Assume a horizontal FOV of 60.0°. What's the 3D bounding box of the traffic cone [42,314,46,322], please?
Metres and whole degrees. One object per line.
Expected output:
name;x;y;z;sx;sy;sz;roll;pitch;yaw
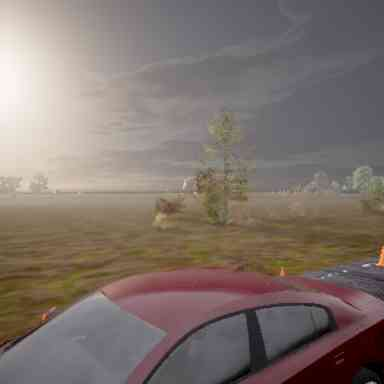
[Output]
traffic cone;-2.001;1.967;4.523;0.340;0.580;0.340;0;0;-36

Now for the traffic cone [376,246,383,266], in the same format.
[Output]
traffic cone;6.012;2.000;10.414;0.340;0.580;0.340;0;0;-37

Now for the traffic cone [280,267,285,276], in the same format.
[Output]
traffic cone;2.020;1.983;7.448;0.340;0.580;0.340;0;0;-36

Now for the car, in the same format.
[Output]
car;-0.214;1.486;2.757;5.008;1.535;1.882;0;0;-36
